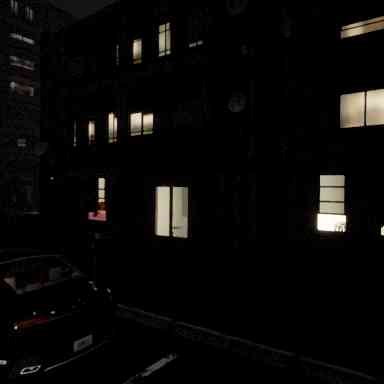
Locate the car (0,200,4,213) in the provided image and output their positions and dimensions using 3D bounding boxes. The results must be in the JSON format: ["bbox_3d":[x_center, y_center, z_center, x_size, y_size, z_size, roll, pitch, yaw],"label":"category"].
[{"bbox_3d":[-23.258,1.623,36.177,2.008,1.369,4.403,1,0,36],"label":"car"}]

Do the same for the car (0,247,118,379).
[{"bbox_3d":[-3.065,1.549,5.200,4.403,1.369,2.008,0,1,35],"label":"car"}]
